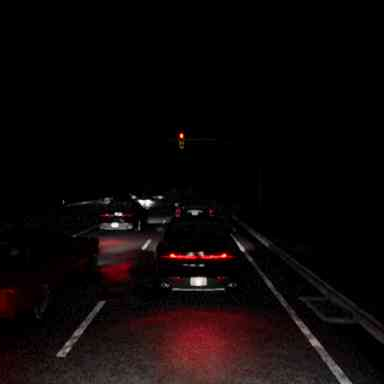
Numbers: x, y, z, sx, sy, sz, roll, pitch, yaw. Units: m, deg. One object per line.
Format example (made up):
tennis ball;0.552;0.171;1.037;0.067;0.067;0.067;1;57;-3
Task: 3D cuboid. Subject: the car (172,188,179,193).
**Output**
car;-4.332;-0.406;85.248;1.812;1.442;4.674;0;1;-3

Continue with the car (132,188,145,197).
car;-10.646;0.068;66.728;1.837;1.490;4.892;0;1;-1

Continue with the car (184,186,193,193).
car;-0.835;-0.579;85.405;2.097;1.767;4.553;0;1;-3

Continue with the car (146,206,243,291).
car;0.121;1.337;8.485;1.837;1.490;4.892;0;1;0

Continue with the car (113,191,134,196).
car;-10.512;0.533;49.852;1.895;1.301;4.718;0;1;0

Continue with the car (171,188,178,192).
car;-3.870;-0.103;75.206;1.812;1.442;4.674;0;1;-2

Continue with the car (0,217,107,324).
car;-3.383;1.469;6.886;1.895;1.301;4.718;0;1;0

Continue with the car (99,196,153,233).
car;-3.358;1.153;16.947;1.837;1.490;4.892;0;1;0

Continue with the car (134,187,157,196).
car;-7.016;0.407;50.619;2.128;1.511;4.902;0;1;0

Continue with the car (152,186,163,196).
car;-7.149;-0.225;67.172;2.150;2.045;5.566;0;2;-1

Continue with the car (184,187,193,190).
car;-0.371;-0.097;75.296;1.812;1.442;4.674;0;1;-2

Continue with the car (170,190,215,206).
car;0.142;0.986;17.600;2.097;1.767;4.553;0;1;0
